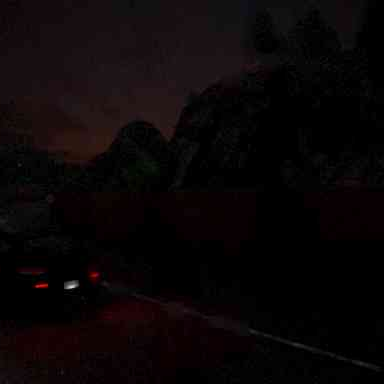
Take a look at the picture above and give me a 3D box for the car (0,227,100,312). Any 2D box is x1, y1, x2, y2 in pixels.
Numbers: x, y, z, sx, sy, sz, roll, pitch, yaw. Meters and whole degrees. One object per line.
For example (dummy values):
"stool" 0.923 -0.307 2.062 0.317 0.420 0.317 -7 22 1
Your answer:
"car" -3.890 1.547 7.782 4.674 1.442 1.812 0 0 44
